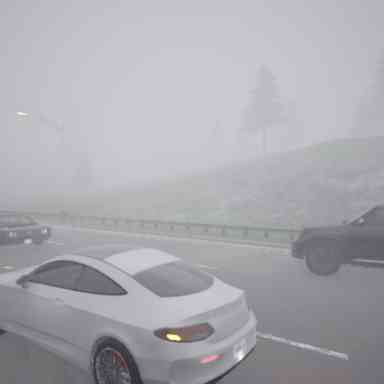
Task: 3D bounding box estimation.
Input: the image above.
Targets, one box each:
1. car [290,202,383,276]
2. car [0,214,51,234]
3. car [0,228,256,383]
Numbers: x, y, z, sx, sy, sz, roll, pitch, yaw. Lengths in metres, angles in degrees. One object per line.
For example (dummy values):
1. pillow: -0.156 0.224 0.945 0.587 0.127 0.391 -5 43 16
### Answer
1. car: 5.498 1.223 8.668 5.566 2.045 2.150 0 0 36
2. car: -8.077 1.601 14.051 4.718 1.301 1.895 0 0 35
3. car: -1.361 1.526 4.961 4.674 1.442 1.812 0 0 35
